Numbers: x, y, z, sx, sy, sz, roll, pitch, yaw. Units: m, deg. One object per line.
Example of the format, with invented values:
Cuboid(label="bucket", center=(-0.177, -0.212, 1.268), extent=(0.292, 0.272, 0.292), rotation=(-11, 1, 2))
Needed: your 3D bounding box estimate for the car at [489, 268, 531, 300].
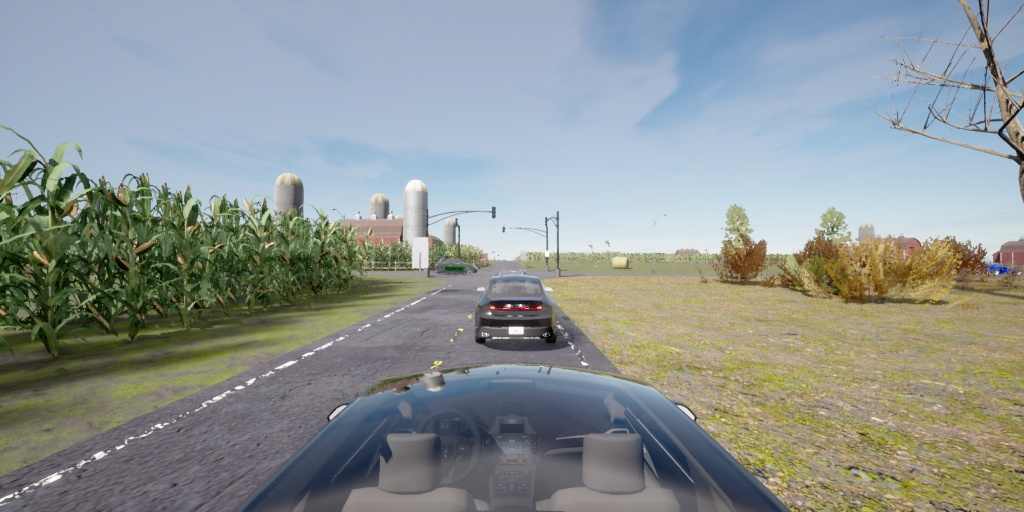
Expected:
Cuboid(label="car", center=(0.034, 1.360, 18.807), extent=(1.895, 1.301, 4.718), rotation=(0, 0, 4))

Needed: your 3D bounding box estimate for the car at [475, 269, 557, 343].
Cuboid(label="car", center=(0.080, 1.259, 9.656), extent=(1.837, 1.490, 4.892), rotation=(0, 0, 0))

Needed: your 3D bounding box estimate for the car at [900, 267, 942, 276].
Cuboid(label="car", center=(48.561, 1.768, 42.517), extent=(4.181, 1.385, 1.994), rotation=(1, -1, -5))

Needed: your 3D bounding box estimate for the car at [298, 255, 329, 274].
Cuboid(label="car", center=(-22.236, 0.782, 37.505), extent=(5.566, 2.045, 2.150), rotation=(0, -1, -3))

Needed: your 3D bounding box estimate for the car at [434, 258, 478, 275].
Cuboid(label="car", center=(-5.958, 1.063, 38.464), extent=(4.553, 1.767, 2.097), rotation=(1, 0, -3))
